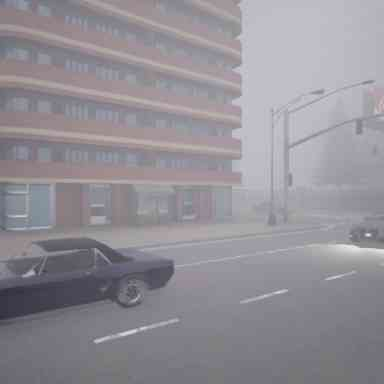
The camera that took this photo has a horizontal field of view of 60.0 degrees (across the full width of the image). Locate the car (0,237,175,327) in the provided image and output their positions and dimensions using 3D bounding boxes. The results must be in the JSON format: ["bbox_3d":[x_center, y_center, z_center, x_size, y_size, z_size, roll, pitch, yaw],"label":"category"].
[{"bbox_3d":[-2.768,1.601,6.314,4.718,1.301,1.895,0,0,-36],"label":"car"}]

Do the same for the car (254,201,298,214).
[{"bbox_3d":[9.022,1.601,35.938,1.895,1.301,4.718,0,0,-36],"label":"car"}]

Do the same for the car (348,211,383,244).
[{"bbox_3d":[8.769,1.564,14.656,4.181,1.385,1.994,0,0,-36],"label":"car"}]
